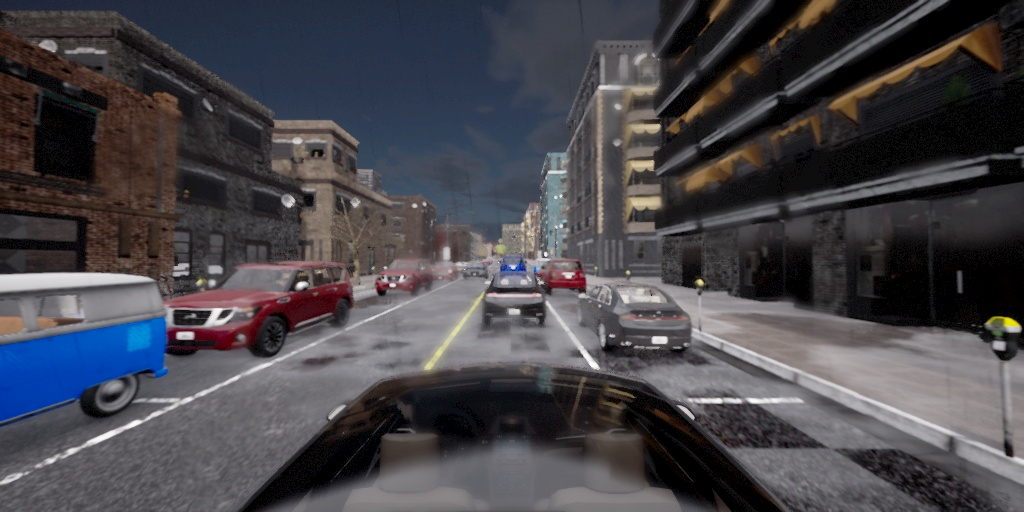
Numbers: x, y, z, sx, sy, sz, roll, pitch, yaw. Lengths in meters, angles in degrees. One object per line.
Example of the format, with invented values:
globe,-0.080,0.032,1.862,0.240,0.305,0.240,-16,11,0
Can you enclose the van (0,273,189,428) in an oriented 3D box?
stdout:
van,-5.690,1.091,3.341,1.690,1.789,3.998,0,0,0

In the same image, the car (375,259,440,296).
car,-5.685,1.075,19.562,2.192,1.841,5.009,0,0,0

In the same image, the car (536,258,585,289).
car,2.696,1.076,19.553,2.192,1.841,5.009,0,0,0

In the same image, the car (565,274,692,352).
car,2.693,1.305,8.738,2.007,1.370,4.403,0,0,0

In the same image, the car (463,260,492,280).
car,-3.085,1.332,31.790,1.994,1.385,4.181,0,0,0

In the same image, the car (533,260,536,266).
car,2.697,1.204,24.960,1.967,1.591,4.097,0,0,0

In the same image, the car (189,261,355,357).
car,-5.688,1.069,8.748,2.192,1.841,5.009,0,0,0

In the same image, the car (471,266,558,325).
car,0.079,1.249,11.795,2.128,1.511,4.902,0,0,0

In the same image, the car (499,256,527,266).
car,0.098,0.991,30.620,2.150,2.045,5.566,0,0,0

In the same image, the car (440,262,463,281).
car,-5.682,1.207,30.377,1.967,1.591,4.097,0,0,0
